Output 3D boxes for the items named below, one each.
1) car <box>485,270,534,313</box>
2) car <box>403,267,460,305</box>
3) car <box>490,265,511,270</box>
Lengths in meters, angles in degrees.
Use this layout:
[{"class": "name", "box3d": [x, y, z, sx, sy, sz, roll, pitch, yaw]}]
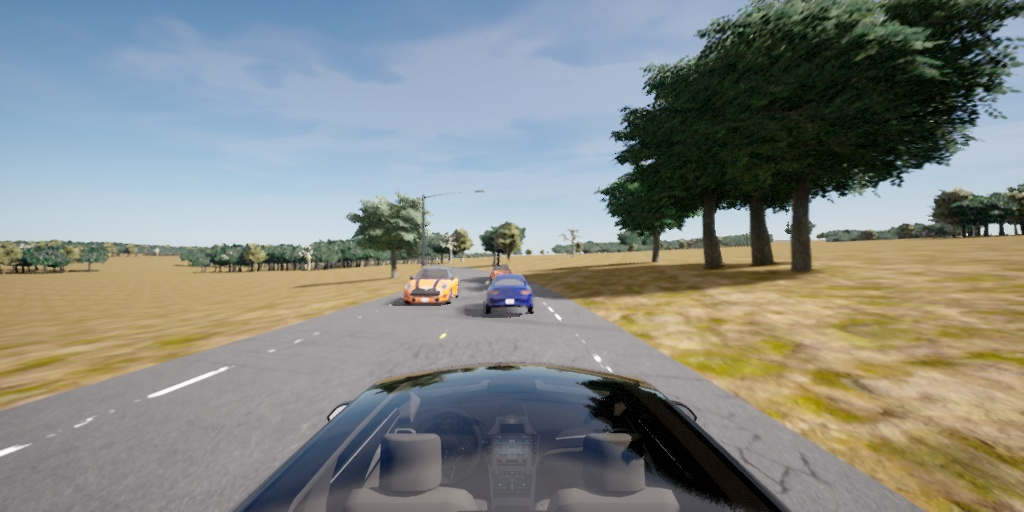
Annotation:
[{"class": "car", "box3d": [-0.124, 1.468, 14.943, 1.812, 1.442, 4.674, 0, -1, -1]}, {"class": "car", "box3d": [-3.824, 1.350, 17.689, 2.097, 1.767, 4.553, 0, -1, -2]}, {"class": "car", "box3d": [-1.090, 1.696, 35.084, 2.097, 1.767, 4.553, 0, -1, -4]}]
